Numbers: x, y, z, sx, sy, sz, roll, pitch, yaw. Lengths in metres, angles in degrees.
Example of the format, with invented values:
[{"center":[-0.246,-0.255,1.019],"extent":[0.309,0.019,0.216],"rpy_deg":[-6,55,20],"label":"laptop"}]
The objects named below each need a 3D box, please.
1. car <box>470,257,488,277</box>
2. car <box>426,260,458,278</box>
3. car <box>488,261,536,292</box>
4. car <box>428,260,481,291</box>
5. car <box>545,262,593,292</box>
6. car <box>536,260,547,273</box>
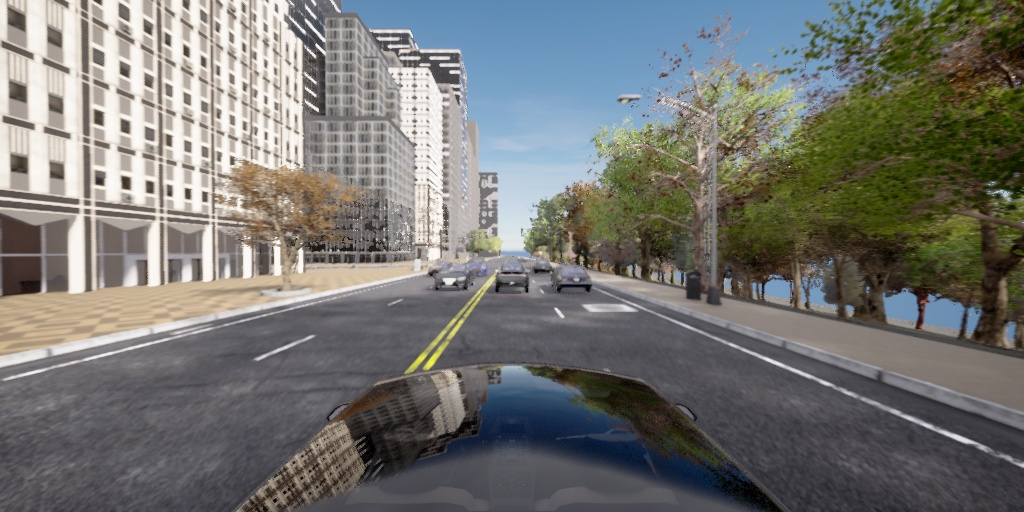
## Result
[{"center":[-3.266,0.968,33.434],"extent":[2.097,1.767,4.553],"rpy_deg":[0,0,0],"label":"car"},{"center":[-6.511,1.162,33.937],"extent":[2.033,1.411,5.357],"rpy_deg":[0,0,0],"label":"car"},{"center":[0.028,1.162,20.503],"extent":[2.128,1.511,4.902],"rpy_deg":[0,0,1],"label":"car"},{"center":[-3.271,1.160,21.170],"extent":[2.128,1.511,4.902],"rpy_deg":[0,0,0],"label":"car"},{"center":[3.277,1.217,20.630],"extent":[2.033,1.411,5.357],"rpy_deg":[0,0,1],"label":"car"},{"center":[3.327,1.154,40.026],"extent":[1.994,1.385,4.181],"rpy_deg":[0,0,0],"label":"car"}]
